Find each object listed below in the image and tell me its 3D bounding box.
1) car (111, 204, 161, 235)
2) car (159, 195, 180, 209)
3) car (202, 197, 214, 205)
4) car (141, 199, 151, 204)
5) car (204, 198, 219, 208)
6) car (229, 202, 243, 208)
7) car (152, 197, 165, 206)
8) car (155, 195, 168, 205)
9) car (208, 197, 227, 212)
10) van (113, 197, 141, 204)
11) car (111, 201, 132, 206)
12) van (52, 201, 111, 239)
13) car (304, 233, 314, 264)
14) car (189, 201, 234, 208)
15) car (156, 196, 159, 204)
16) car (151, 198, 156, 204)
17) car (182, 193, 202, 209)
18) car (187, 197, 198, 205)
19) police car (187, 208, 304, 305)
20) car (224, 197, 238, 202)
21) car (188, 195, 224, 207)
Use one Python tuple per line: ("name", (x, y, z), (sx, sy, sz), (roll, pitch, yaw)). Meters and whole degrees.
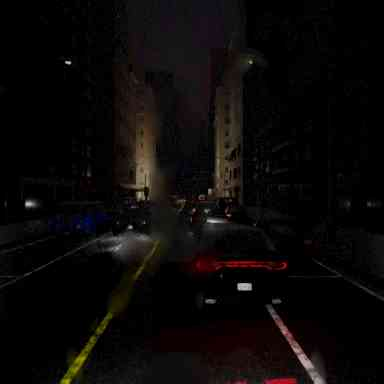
("car", (-3.078, 1.563, 18.507), (1.994, 1.385, 4.181), (0, 0, 0))
("car", (-2.946, 1.509, 44.409), (1.837, 1.490, 4.892), (0, 0, 0))
("car", (2.930, 1.578, 61.033), (1.947, 1.339, 4.313), (0, 0, 0))
("car", (-5.629, 1.568, 33.537), (1.947, 1.339, 4.313), (0, 0, 0))
("car", (2.916, 1.558, 50.030), (2.008, 1.369, 4.403), (0, 0, 0))
("car", (2.883, 1.582, 22.523), (1.802, 1.307, 4.206), (0, 0, 0))
("car", (-5.603, 1.591, 55.542), (1.802, 1.307, 4.206), (0, 0, 0))
("car", (-5.596, 1.452, 61.044), (1.967, 1.590, 4.097), (0, 0, 0))
("car", (2.903, 1.443, 39.028), (1.967, 1.590, 4.097), (0, 0, 0))
("van", (-5.636, 1.342, 28.035), (1.690, 1.788, 3.998), (0, 0, 0))
("car", (-5.643, 1.551, 22.534), (2.008, 1.369, 4.403), (0, 0, 0))
("van", (-5.650, 1.341, 17.034), (1.690, 1.788, 3.998), (0, 0, 0))
("car", (2.869, 1.581, 11.521), (1.802, 1.307, 4.206), (0, 0, 0))
("car", (0.921, 1.478, 18.199), (1.882, 1.535, 5.008), (0, 0, 0))
("car", (-5.609, 1.573, 50.041), (1.947, 1.339, 4.313), (0, 0, 0))
("car", (-5.622, 1.585, 39.038), (1.802, 1.307, 4.206), (0, 0, 0))
("car", (0.081, 1.358, 46.286), (2.097, 1.767, 4.553), (0, 0, 1))
("car", (0.072, 1.575, 59.069), (1.994, 1.385, 4.181), (0, 0, 0))
("police car", (0.909, 1.425, 8.309), (1.930, 1.638, 5.238), (0, 0, 0))
("car", (2.889, 1.316, 28.025), (2.192, 1.841, 5.009), (0, 0, 0))
("car", (0.929, 1.351, 24.169), (2.097, 1.767, 4.553), (0, 0, 0))
